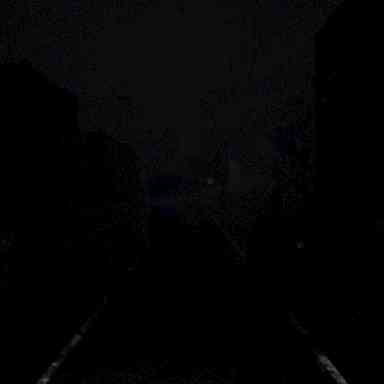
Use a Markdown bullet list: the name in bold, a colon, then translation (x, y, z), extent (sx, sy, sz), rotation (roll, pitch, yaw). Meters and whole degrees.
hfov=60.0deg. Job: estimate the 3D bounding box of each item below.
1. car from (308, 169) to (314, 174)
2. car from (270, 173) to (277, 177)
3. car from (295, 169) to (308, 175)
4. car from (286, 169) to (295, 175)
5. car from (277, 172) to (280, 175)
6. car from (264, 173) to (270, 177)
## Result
- **car**: translation (24.275, -3.788, 62.039), extent (2.002, 1.452, 4.674), rotation (0, 1, -7)
- **car**: translation (22.146, -4.326, 84.245), extent (2.002, 1.452, 4.674), rotation (0, 1, -2)
- **car**: translation (23.576, -3.931, 67.512), extent (2.163, 1.488, 4.792), rotation (0, 1, -6)
- **car**: translation (22.960, -4.224, 73.202), extent (2.185, 1.767, 4.553), rotation (0, 1, -5)
- **car**: translation (22.495, -4.232, 78.708), extent (2.097, 1.535, 5.008), rotation (0, 1, -4)
- **car**: translation (21.916, -4.494, 89.786), extent (2.231, 1.521, 4.892), rotation (0, 1, -1)
